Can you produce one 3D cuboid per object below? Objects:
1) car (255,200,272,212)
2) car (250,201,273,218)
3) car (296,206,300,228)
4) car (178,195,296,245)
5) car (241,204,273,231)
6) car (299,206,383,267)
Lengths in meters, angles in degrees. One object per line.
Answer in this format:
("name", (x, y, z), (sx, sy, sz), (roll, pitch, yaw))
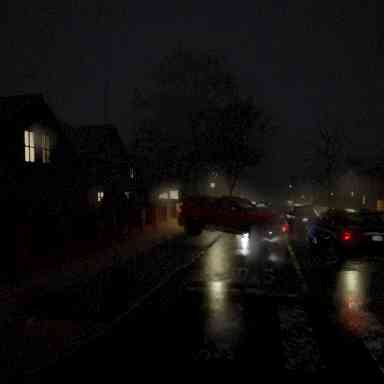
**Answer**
("car", (8.961, 1.685, 41.657), (1.895, 1.301, 4.718), (-1, 0, 13))
("car", (6.614, 1.637, 31.646), (1.994, 1.385, 4.181), (-1, 0, 13))
("car", (6.991, 1.580, 20.988), (1.994, 1.385, 4.181), (-1, 0, 14))
("car", (1.864, 1.216, 16.343), (5.566, 2.045, 2.150), (2, 1, 36))
("car", (4.375, 1.588, 21.935), (1.812, 1.442, 4.674), (-1, 0, 13))
("car", (5.428, 1.341, 11.507), (2.097, 1.767, 4.553), (-1, -1, 5))
